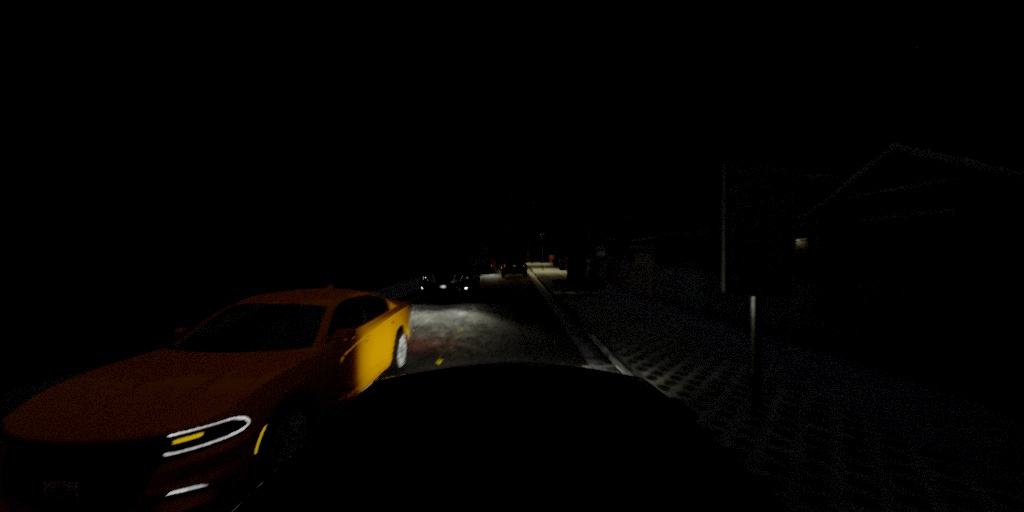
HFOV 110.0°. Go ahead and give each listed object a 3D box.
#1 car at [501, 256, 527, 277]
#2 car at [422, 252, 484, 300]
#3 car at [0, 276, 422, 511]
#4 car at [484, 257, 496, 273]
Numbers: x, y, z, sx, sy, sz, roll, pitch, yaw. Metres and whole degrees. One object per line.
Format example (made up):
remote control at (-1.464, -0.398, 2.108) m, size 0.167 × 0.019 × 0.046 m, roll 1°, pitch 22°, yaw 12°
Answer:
car at (0.202, 0.793, 30.956) m, size 2.097 × 1.767 × 4.553 m, roll 0°, pitch 1°, yaw 1°
car at (-2.775, 0.832, 17.287) m, size 2.150 × 2.045 × 5.566 m, roll 0°, pitch 1°, yaw 0°
car at (-2.843, 1.207, 4.775) m, size 1.882 × 1.535 × 5.008 m, roll 0°, pitch 0°, yaw 1°
car at (-2.605, 0.851, 35.488) m, size 1.882 × 1.535 × 5.008 m, roll 0°, pitch 0°, yaw 0°
